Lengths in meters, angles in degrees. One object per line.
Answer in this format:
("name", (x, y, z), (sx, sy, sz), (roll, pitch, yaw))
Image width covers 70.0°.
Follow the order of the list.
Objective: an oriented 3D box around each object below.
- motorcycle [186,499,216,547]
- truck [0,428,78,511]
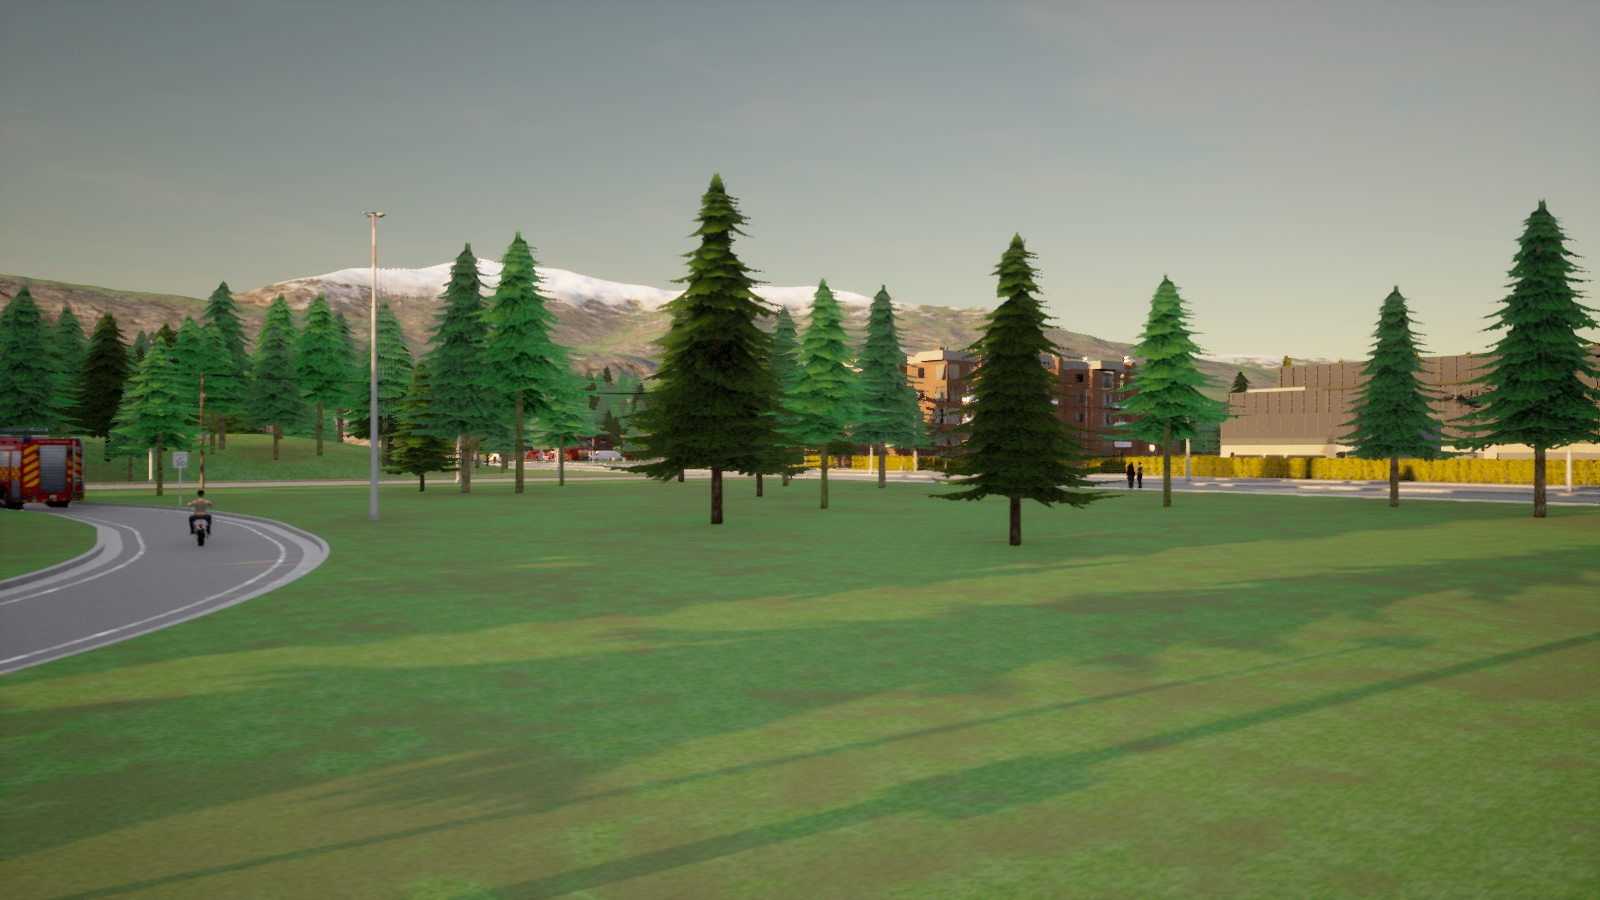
("motorcycle", (-17.941, 2.155, 34.189), (0.764, 1.307, 2.356), (0, 0, -28))
("truck", (-39.022, 0.890, 55.666), (8.468, 3.827, 2.891), (0, 0, 30))
